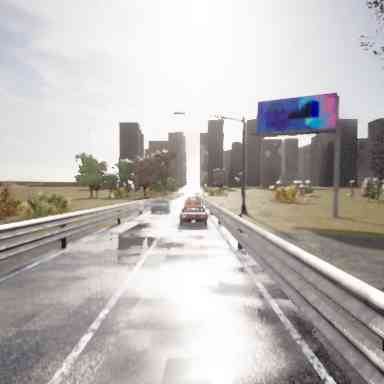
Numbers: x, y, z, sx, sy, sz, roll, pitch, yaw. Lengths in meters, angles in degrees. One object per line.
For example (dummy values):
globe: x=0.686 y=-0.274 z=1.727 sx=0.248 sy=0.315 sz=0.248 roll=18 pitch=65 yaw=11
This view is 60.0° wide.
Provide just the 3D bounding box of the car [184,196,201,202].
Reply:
car: x=0.103 y=1.337 z=42.047 sx=2.097 sy=1.767 sz=4.553 roll=0 pitch=0 yaw=0

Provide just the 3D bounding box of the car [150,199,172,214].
car: x=-3.257 y=1.497 z=35.652 sx=1.837 sy=1.490 sz=4.892 roll=0 pitch=0 yaw=0

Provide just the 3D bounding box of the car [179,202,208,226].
car: x=0.102 y=1.592 z=23.623 sx=1.895 sy=1.301 sz=4.718 roll=0 pitch=0 yaw=0
